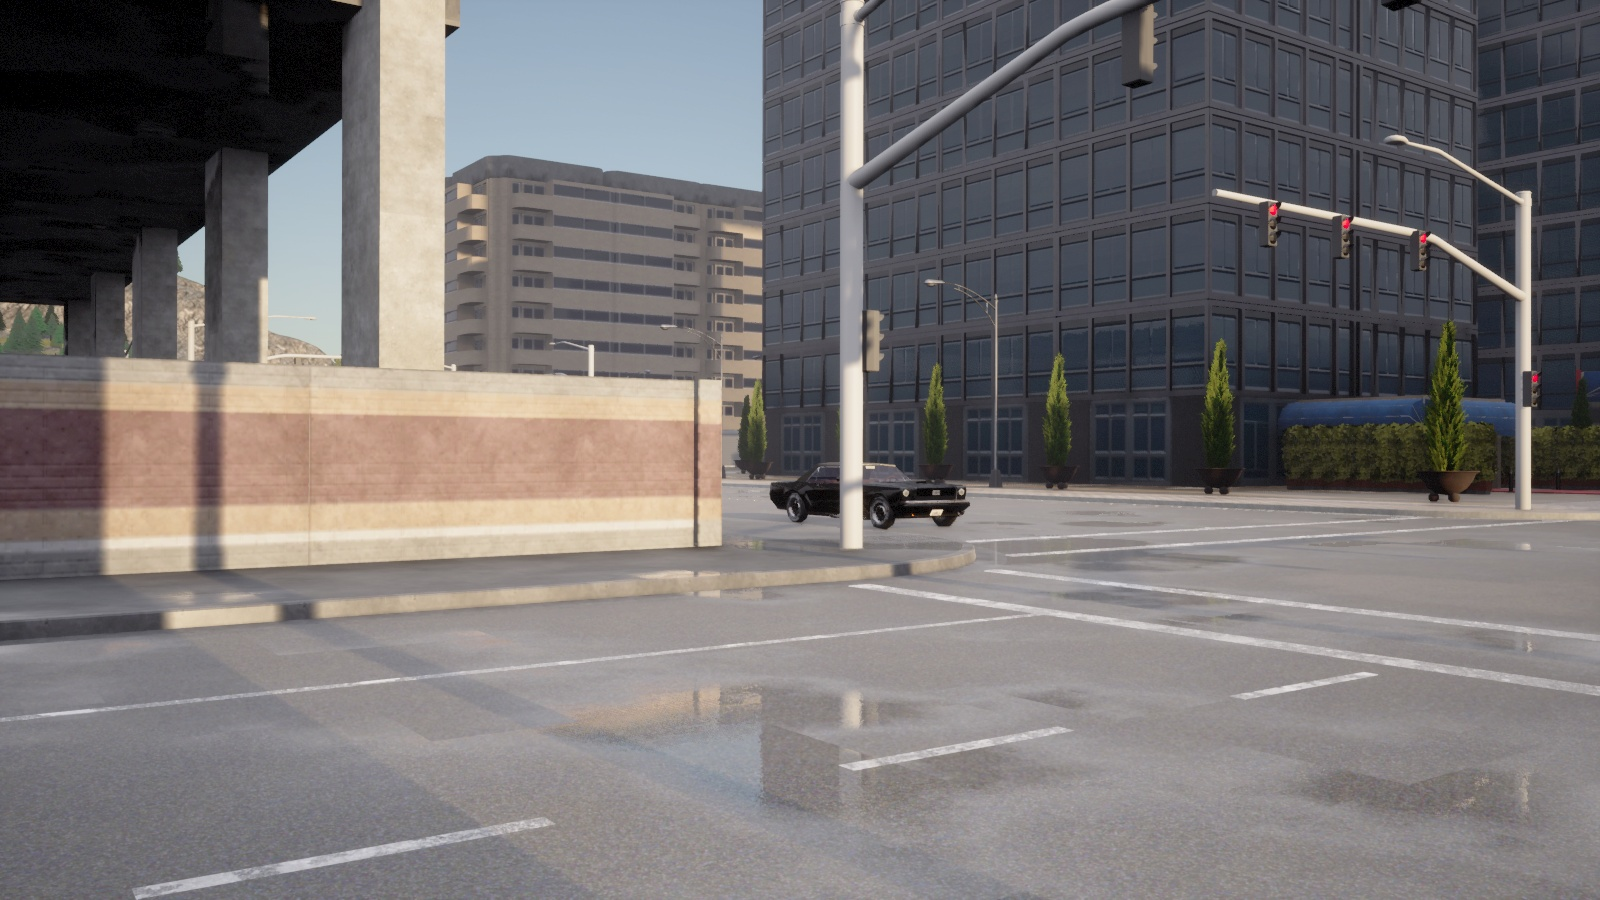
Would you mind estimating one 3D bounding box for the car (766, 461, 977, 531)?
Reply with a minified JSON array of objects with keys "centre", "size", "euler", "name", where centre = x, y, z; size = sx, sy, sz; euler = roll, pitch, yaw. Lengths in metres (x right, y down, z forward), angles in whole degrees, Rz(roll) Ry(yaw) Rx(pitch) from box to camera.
[{"centre":[1.379,0.907,26.381],"size":[1.895,1.301,4.718],"euler":[0,0,-35],"name":"car"}]
